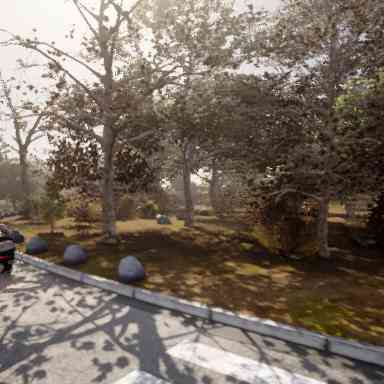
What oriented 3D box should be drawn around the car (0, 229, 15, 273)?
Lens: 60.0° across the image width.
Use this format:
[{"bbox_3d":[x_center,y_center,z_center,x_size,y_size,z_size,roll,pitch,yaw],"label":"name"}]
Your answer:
[{"bbox_3d":[-6.820,1.525,9.752,4.902,1.511,2.128,0,0,44],"label":"car"}]
